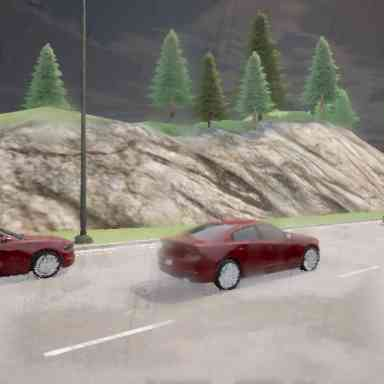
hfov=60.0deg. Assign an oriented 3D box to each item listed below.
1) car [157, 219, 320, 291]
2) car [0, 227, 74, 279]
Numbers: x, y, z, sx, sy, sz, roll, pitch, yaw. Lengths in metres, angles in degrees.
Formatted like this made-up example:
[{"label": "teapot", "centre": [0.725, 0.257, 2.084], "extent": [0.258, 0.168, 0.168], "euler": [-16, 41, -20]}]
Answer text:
[{"label": "car", "centre": [1.467, 1.478, 9.101], "extent": [5.008, 1.535, 1.882], "euler": [0, 0, -36]}, {"label": "car", "centre": [-5.582, 1.478, 8.365], "extent": [5.008, 1.535, 1.882], "euler": [0, 0, -36]}]
